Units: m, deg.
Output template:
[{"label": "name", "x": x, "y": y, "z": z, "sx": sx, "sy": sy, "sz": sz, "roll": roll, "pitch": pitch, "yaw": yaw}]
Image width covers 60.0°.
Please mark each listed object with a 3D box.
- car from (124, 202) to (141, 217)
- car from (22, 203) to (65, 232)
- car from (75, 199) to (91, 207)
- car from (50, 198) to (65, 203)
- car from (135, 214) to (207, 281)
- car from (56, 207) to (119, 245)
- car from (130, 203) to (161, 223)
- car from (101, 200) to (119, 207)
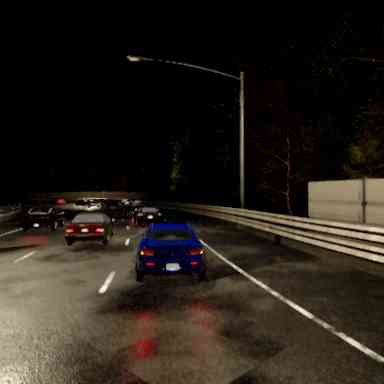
[{"label": "car", "x": -6.036, "y": 1.795, "z": 35.014, "sx": 2.128, "sy": 1.511, "sz": 4.902, "roll": 0, "pitch": 0, "yaw": -18}, {"label": "car", "x": -9.587, "y": 1.708, "z": 21.768, "sx": 1.837, "sy": 1.490, "sz": 4.892, "roll": 0, "pitch": -1, "yaw": -12}, {"label": "car", "x": -21.157, "y": 2.074, "z": 64.482, "sx": 2.128, "sy": 1.511, "sz": 4.902, "roll": 0, "pitch": -1, "yaw": -35}, {"label": "car", "x": -31.171, "y": 2.065, "z": 76.909, "sx": 2.097, "sy": 1.767, "sz": 4.553, "roll": 0, "pitch": -1, "yaw": -44}, {"label": "car", "x": -0.665, "y": 1.611, "z": 10.104, "sx": 1.812, "sy": 1.442, "sz": 4.674, "roll": 0, "pitch": 0, "yaw": -5}, {"label": "car", "x": -4.961, "y": 1.697, "z": 16.578, "sx": 2.033, "sy": 1.411, "sz": 5.357, "roll": 0, "pitch": 0, "yaw": -9}, {"label": "car", "x": -3.492, "y": 1.787, "z": 25.993, "sx": 1.994, "sy": 1.385, "sz": 4.181, "roll": 0, "pitch": 0, "yaw": -14}, {"label": "car", "x": -12.364, "y": 1.947, "z": 49.916, "sx": 1.837, "sy": 1.490, "sz": 4.892, "roll": 0, "pitch": 0, "yaw": -27}]
